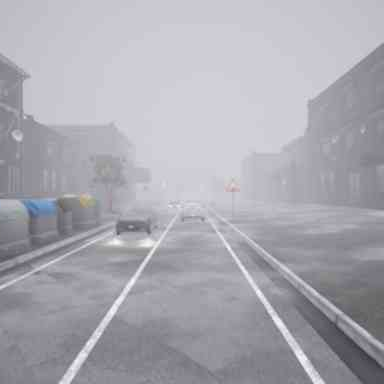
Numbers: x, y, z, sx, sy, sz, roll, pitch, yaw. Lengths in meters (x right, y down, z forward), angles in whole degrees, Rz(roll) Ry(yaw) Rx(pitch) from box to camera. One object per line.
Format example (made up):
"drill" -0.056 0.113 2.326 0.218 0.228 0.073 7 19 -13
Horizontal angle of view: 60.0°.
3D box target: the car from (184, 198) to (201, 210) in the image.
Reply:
"car" 0.069 1.626 45.294 2.163 1.488 4.792 0 0 0

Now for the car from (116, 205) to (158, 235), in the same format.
"car" -3.103 1.518 19.426 1.882 1.535 5.008 0 0 0

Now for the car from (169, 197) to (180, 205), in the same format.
"car" -3.063 1.659 60.285 1.812 1.442 4.674 0 0 1

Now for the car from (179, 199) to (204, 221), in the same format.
"car" 0.077 1.599 28.054 1.812 1.442 4.674 0 0 0
